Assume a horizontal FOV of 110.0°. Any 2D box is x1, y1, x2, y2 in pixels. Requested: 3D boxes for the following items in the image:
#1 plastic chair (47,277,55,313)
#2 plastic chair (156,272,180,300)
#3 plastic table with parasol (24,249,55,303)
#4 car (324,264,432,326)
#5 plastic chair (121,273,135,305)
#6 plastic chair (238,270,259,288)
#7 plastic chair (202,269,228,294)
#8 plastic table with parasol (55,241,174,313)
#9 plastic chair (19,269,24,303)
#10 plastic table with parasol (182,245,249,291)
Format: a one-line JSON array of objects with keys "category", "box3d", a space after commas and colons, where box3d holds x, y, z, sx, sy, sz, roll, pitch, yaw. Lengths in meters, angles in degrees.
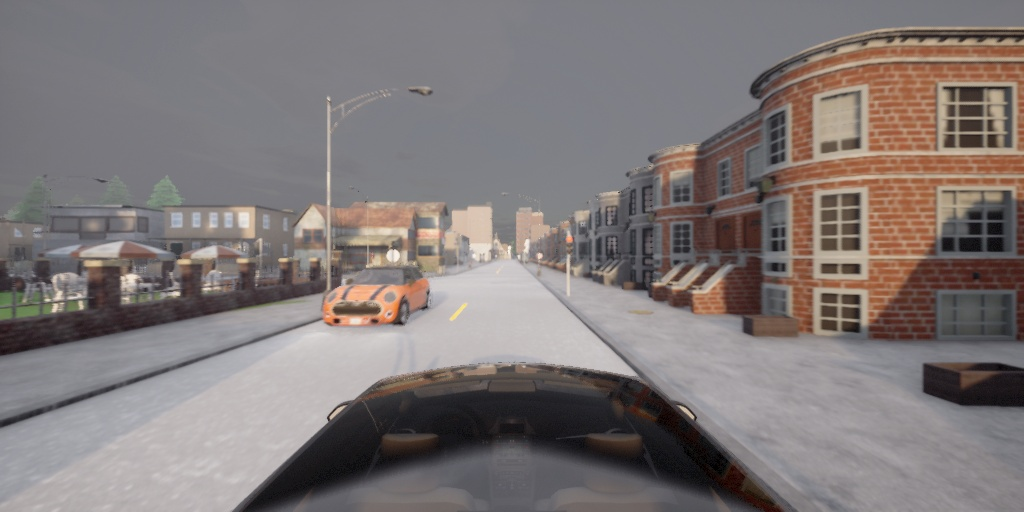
[{"category": "plastic chair", "box3d": [-14.637, 1.277, 11.890, 0.730, 1.272, 0.750, 0, 0, -40]}, {"category": "plastic chair", "box3d": [-12.609, 1.303, 13.366, 0.730, 1.272, 0.750, 0, 0, -40]}, {"category": "plastic table with parasol", "box3d": [-19.307, 0.708, 16.118, 2.482, 2.480, 2.482, 0, 0, -40]}, {"category": "car", "box3d": [-4.063, 1.103, 11.583, 2.097, 1.767, 4.553, 0, 0, 0]}, {"category": "plastic chair", "box3d": [-12.904, 1.288, 11.616, 0.750, 1.272, 0.730, 0, 0, -40]}, {"category": "plastic chair", "box3d": [-13.045, 1.342, 17.856, 0.730, 1.272, 0.750, 0, 0, -40]}, {"category": "plastic chair", "box3d": [-13.340, 1.341, 16.092, 0.750, 1.272, 0.730, 0, 0, -40]}, {"category": "plastic table with parasol", "box3d": [-13.641, 0.702, 12.623, 2.482, 2.480, 2.482, 0, 0, -40]}, {"category": "plastic chair", "box3d": [-20.306, 1.305, 15.386, 0.730, 1.272, 0.750, 0, 0, -40]}, {"category": "plastic table with parasol", "box3d": [-14.076, 0.738, 17.113, 2.482, 2.480, 2.482, 0, 0, -40]}]
